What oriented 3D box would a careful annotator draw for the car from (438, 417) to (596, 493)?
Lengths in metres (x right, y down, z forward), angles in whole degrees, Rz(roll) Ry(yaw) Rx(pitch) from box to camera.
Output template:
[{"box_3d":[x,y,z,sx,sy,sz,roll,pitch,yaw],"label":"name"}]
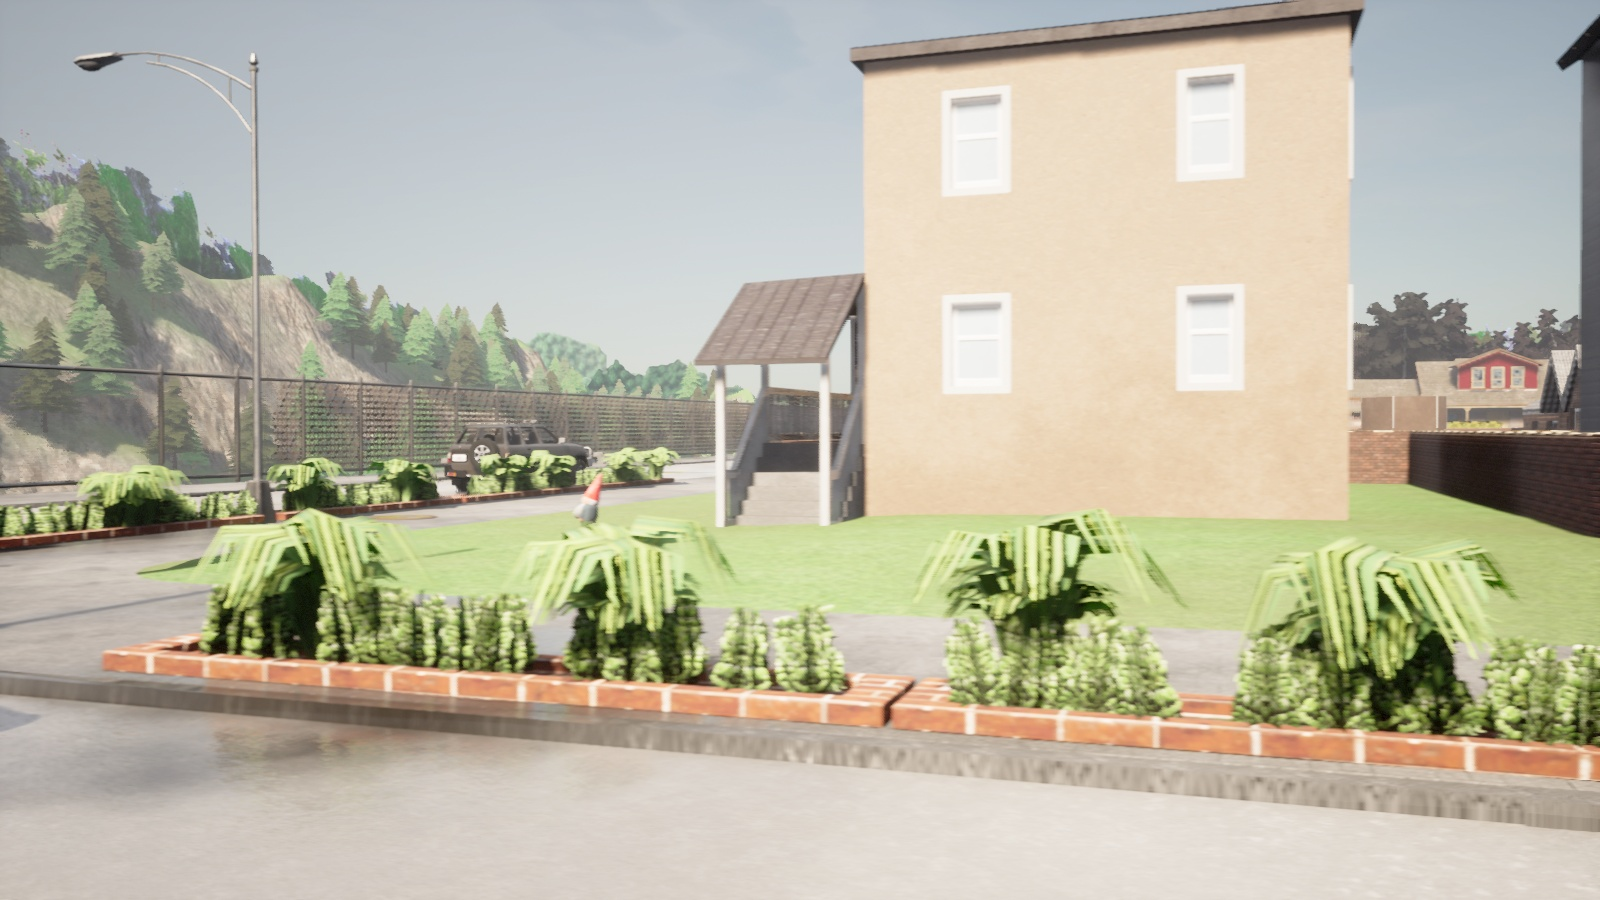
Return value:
[{"box_3d":[-7.337,0.086,33.067,1.932,1.855,4.605,1,1,19],"label":"car"}]
